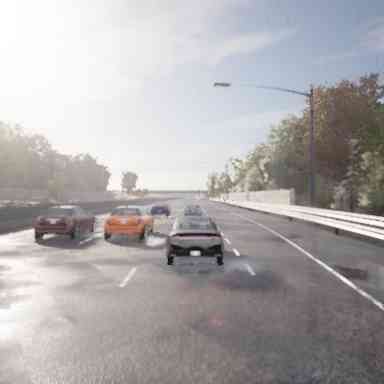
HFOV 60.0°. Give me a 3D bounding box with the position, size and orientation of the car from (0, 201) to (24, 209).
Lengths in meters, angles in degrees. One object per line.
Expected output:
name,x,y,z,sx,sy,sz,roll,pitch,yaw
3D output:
car,-24.578,1.969,43.690,1.837,1.490,4.892,0,-1,0

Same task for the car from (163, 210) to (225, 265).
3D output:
car,0.103,1.616,12.231,2.128,1.511,4.902,0,-1,0

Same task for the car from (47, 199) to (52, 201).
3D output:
car,-17.577,2.044,45.165,1.994,1.385,4.181,0,-1,0

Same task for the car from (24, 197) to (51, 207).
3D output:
car,-21.076,1.708,45.589,2.150,2.045,5.566,0,-1,0

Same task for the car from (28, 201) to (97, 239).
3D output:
car,-6.897,1.541,18.642,2.097,1.767,4.553,0,-1,0

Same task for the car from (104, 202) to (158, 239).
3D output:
car,-3.392,1.542,18.688,2.097,1.767,4.553,0,-1,0

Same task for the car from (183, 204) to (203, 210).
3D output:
car,0.108,1.897,33.463,2.033,1.411,5.357,0,-1,0

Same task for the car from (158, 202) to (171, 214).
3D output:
car,-3.392,1.869,37.264,1.882,1.535,5.008,0,0,0
